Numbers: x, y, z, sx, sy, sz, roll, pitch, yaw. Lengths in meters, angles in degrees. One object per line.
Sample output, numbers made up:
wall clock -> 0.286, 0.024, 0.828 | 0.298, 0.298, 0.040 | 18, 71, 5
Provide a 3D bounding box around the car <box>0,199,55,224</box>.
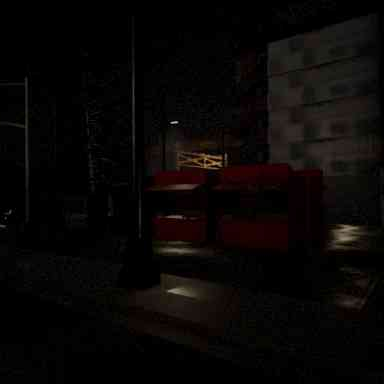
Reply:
car -> -12.922, 1.491, 26.298 | 2.097, 1.767, 4.553 | -1, -1, 36
